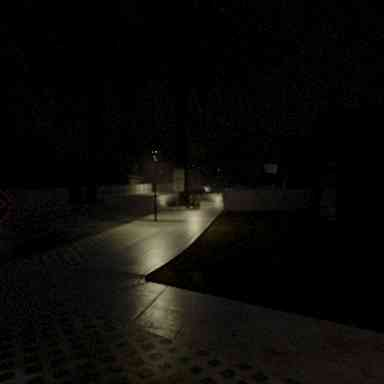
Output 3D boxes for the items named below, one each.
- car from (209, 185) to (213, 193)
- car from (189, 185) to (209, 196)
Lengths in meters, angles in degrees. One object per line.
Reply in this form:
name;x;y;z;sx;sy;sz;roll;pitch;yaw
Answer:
car;2.579;-0.542;58.686;1.812;1.442;4.674;1;2;10
car;0.795;-0.265;48.923;1.882;1.535;5.008;1;2;10
